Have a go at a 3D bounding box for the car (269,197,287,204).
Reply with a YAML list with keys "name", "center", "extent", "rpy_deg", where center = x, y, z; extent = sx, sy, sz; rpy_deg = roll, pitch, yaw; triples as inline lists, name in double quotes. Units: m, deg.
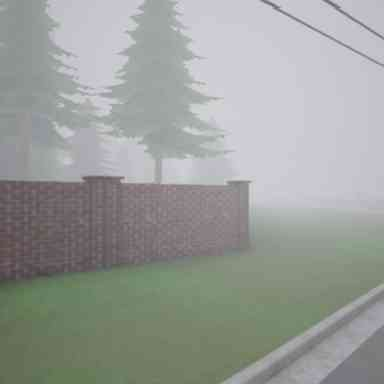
- name: "car"
  center: [17.422, 1.787, 67.633]
  extent: [2.033, 1.411, 5.357]
  rpy_deg: [0, 0, -10]
